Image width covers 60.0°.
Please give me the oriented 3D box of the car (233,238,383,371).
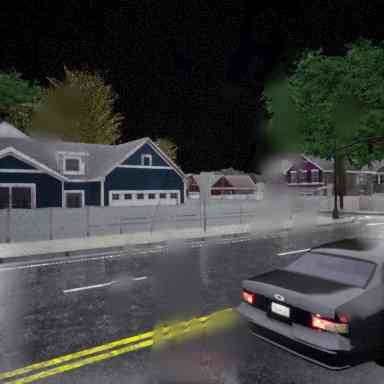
[{"bbox_3d":[3.158,1.539,5.719,5.357,1.411,2.033,0,0,-36],"label":"car"}]
